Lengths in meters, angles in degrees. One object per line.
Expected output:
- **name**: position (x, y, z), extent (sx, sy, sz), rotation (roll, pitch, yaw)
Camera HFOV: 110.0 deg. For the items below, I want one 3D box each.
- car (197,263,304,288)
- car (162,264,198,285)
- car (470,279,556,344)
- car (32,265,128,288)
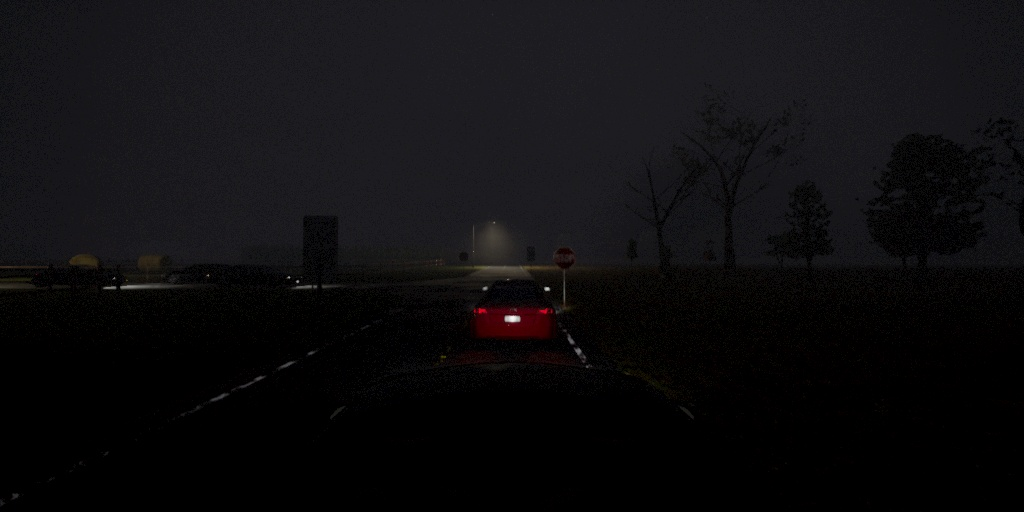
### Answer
- **car**: position (-16.296, 1.246, 22.806), extent (5.357, 1.411, 2.033), rotation (0, -1, 0)
- **car**: position (-22.012, 1.247, 25.668), extent (4.892, 1.490, 1.837), rotation (0, -1, -2)
- **car**: position (0.099, 1.308, 9.637), extent (1.994, 1.385, 4.181), rotation (0, 0, 3)
- **car**: position (-26.997, 1.250, 22.545), extent (4.181, 1.385, 1.994), rotation (0, -1, -2)
